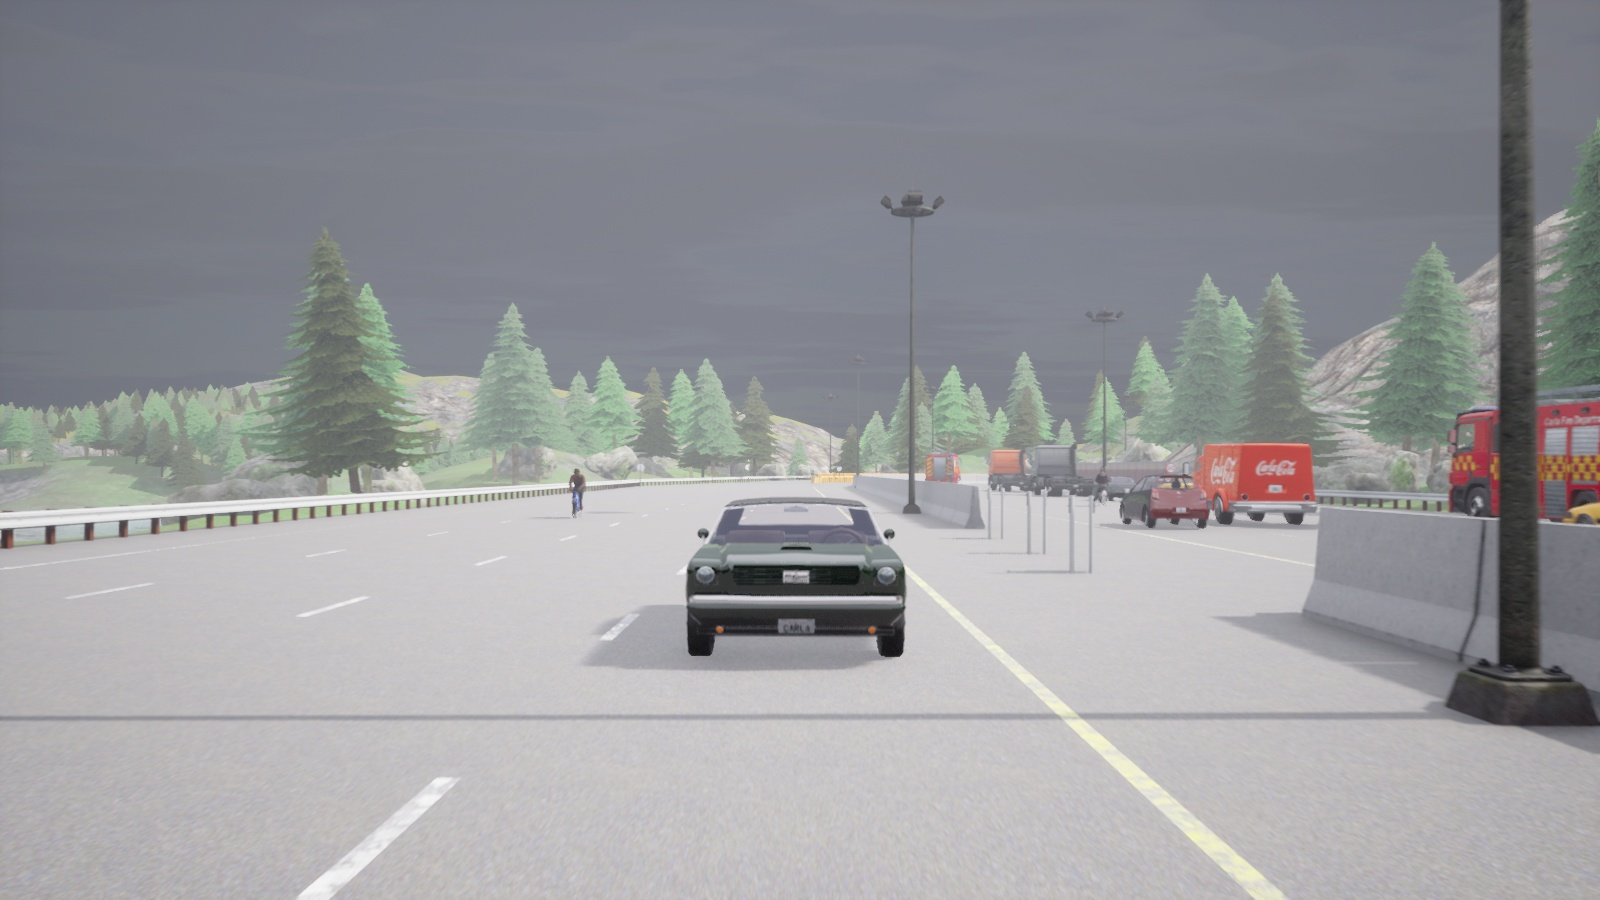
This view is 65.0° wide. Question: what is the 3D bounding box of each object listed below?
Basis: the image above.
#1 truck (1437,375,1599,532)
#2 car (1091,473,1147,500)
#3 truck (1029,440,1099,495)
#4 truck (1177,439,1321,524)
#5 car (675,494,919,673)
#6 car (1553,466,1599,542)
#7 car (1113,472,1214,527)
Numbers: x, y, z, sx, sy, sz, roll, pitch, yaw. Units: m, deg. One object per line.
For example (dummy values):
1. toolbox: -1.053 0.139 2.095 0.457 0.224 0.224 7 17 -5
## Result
1. truck: 20.916 0.136 34.056 2.891 3.827 8.468 0 -1 0
2. car: 17.329 1.954 68.368 1.994 1.385 4.181 0 -1 0
3. truck: 17.251 1.147 82.662 2.891 3.462 7.936 0 -1 0
4. truck: 13.907 0.936 39.327 2.627 2.467 5.204 0 -1 0
5. car: -0.028 1.118 12.133 1.895 1.301 4.718 0 -1 0
6. car: 17.441 1.101 24.868 1.801 1.575 5.366 0 -1 0
7. car: 10.415 1.393 36.224 1.845 1.501 3.633 0 -1 0
